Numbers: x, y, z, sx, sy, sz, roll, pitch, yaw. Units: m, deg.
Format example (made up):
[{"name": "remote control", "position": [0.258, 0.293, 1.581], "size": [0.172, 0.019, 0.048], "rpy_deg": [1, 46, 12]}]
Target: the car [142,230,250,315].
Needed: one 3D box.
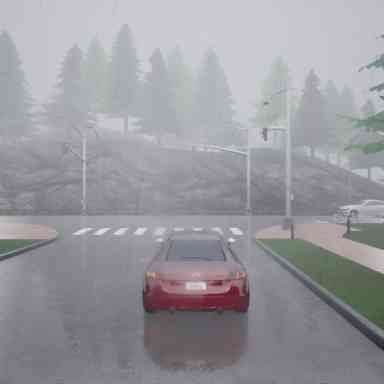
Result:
[{"name": "car", "position": [0.084, 1.564, 7.648], "size": [1.994, 1.385, 4.181], "rpy_deg": [0, 0, 0]}]

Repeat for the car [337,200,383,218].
[{"name": "car", "position": [14.374, 1.363, 27.170], "size": [4.674, 1.442, 1.812], "rpy_deg": [0, 0, 0]}]
